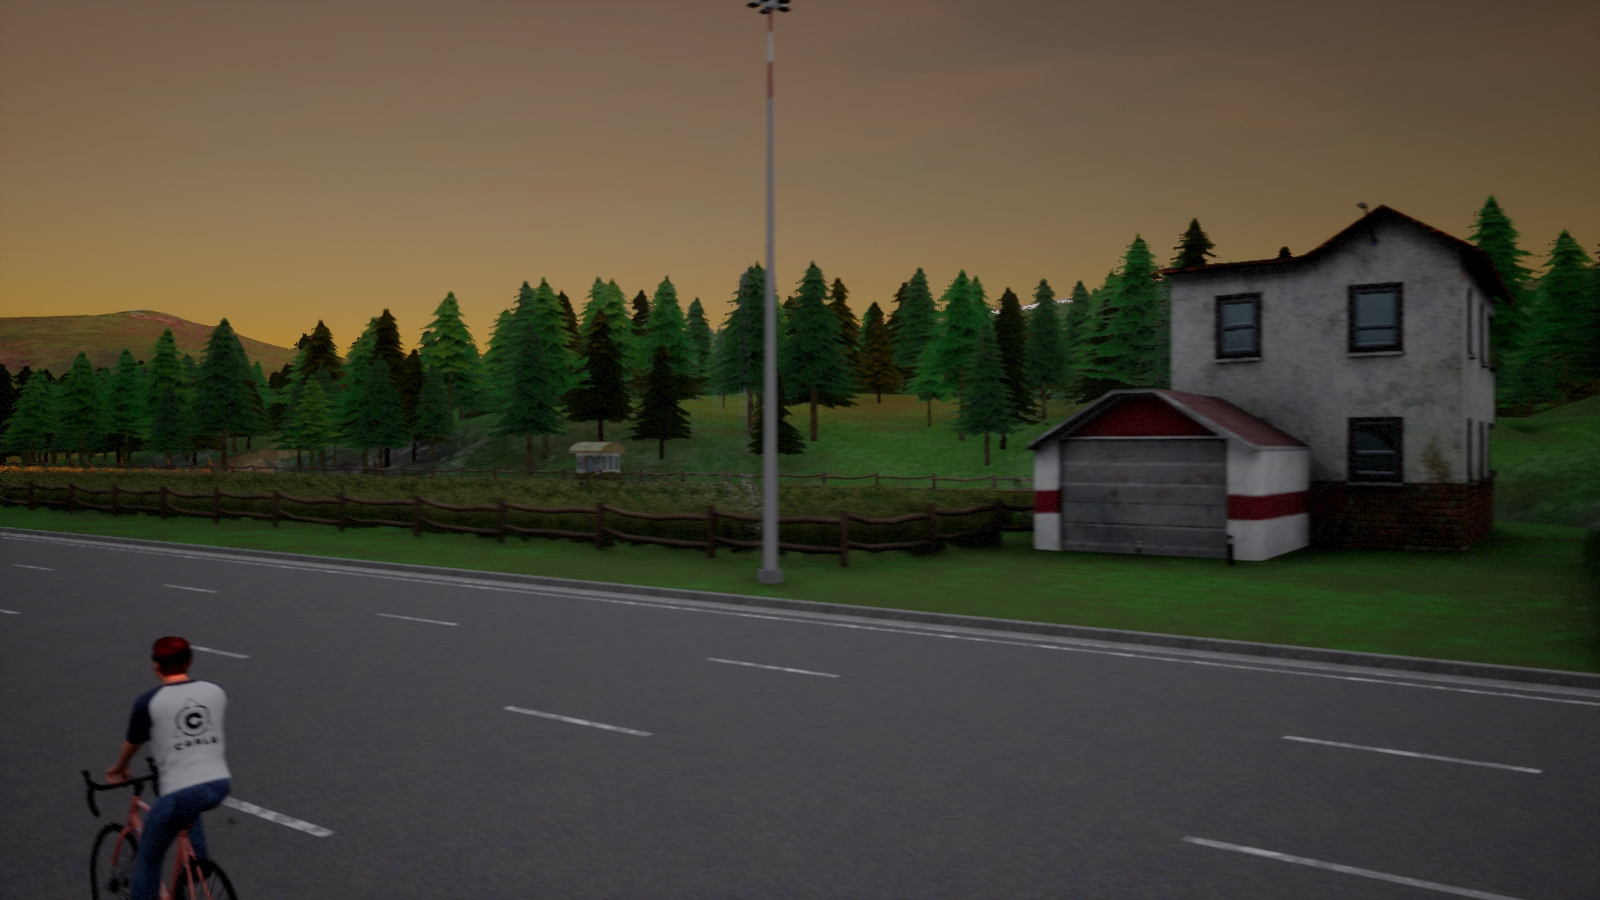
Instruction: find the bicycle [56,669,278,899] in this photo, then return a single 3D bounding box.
[{"bbox_3d":[-3.475,2.056,6.219,1.643,1.496,0.373,0,0,35],"label":"bicycle"}]
